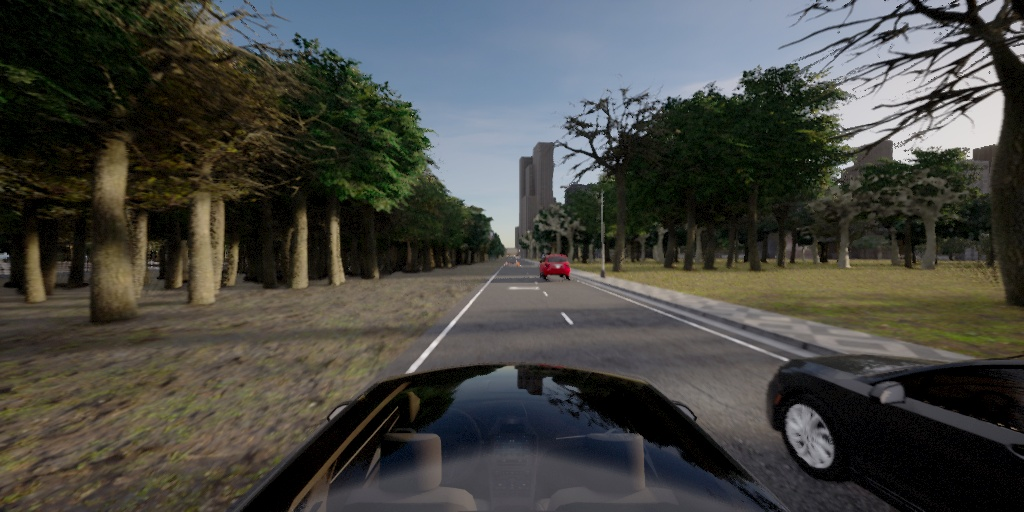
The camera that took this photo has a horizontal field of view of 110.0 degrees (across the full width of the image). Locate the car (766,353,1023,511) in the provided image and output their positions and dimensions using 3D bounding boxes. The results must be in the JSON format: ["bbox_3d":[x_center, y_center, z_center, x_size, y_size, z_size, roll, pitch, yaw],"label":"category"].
[{"bbox_3d":[3.601,1.255,1.795,1.837,1.490,4.892,0,0,0],"label":"car"}]

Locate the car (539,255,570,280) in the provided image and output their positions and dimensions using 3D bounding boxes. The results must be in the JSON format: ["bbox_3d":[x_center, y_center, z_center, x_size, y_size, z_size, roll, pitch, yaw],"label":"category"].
[{"bbox_3d":[3.605,0.940,30.918,2.150,2.045,5.566,0,0,0],"label":"car"}]
